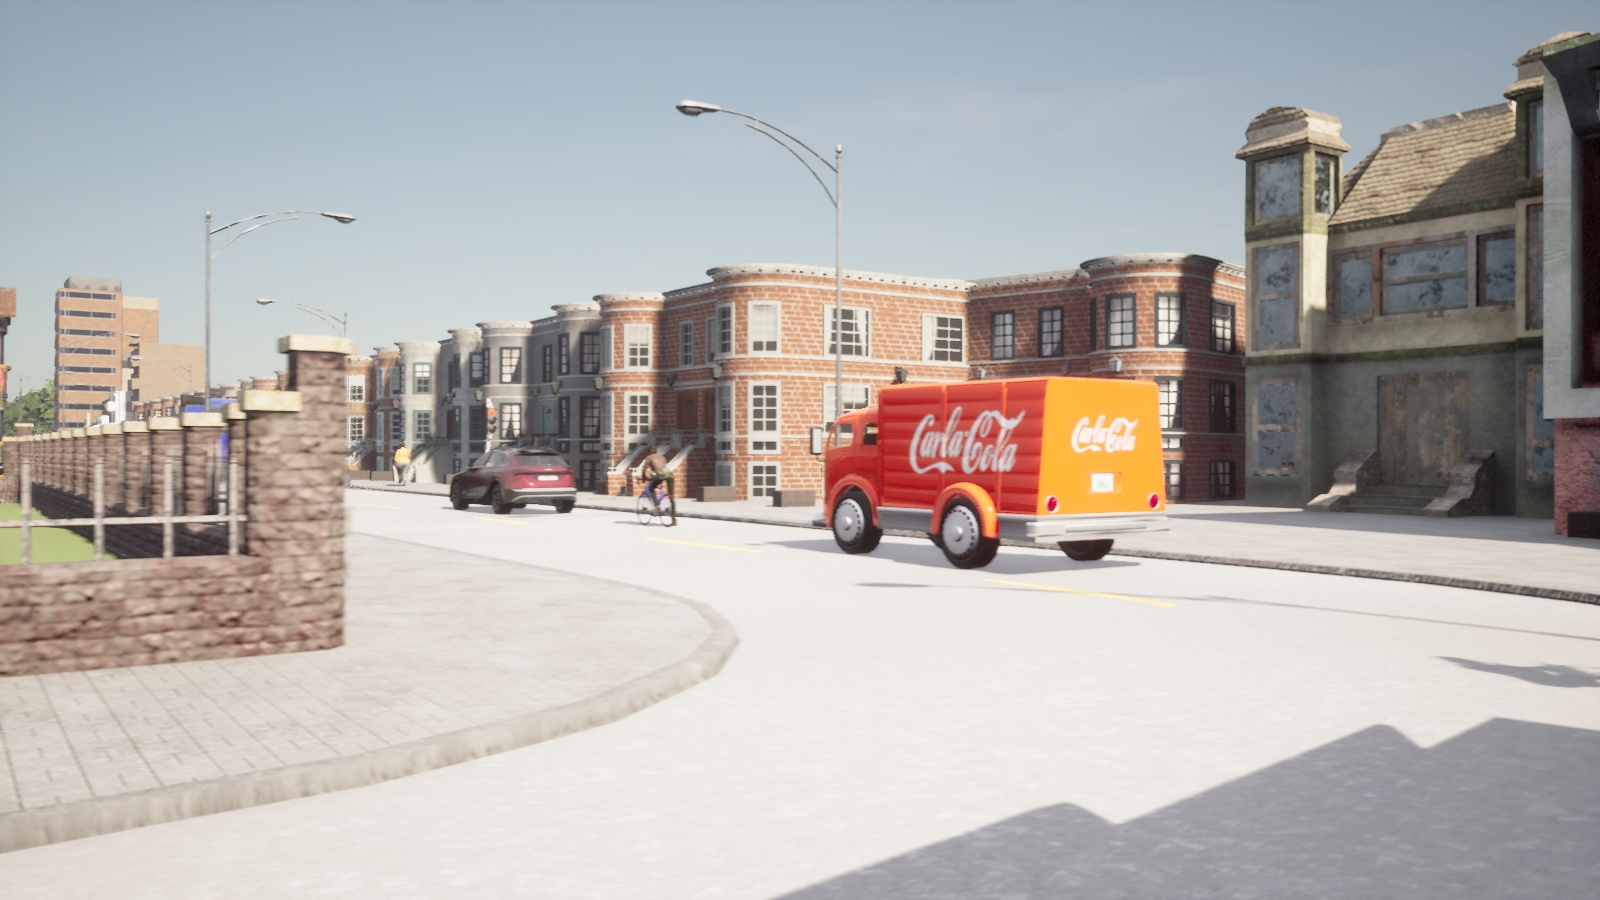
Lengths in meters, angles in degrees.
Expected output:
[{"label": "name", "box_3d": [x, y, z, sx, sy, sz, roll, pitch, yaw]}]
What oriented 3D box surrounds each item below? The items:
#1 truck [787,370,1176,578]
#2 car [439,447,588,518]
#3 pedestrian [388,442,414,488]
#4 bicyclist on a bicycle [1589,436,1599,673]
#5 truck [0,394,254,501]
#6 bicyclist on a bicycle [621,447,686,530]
[{"label": "truck", "box_3d": [2.346, 0.294, 17.772, 2.627, 2.467, 5.204, 0, 0, -34]}, {"label": "car", "box_3d": [-7.318, 0.766, 31.690, 2.033, 1.649, 4.856, 0, 0, -34]}, {"label": "pedestrian", "box_3d": [-16.272, 0.613, 51.232, 0.874, 1.855, 0.900, 0, 0, -27]}, {"label": "bicyclist on a bicycle", "box_3d": [5.627, 0.704, 7.781, 0.582, 1.620, 1.656, -2, -1, 8]}, {"label": "truck", "box_3d": [-23.161, -0.082, 43.113, 7.936, 3.462, 2.891, 0, 0, -26]}, {"label": "bicyclist on a bicycle", "box_3d": [-2.975, 0.764, 25.419, 0.582, 1.620, 1.656, 0, 0, -35]}]
